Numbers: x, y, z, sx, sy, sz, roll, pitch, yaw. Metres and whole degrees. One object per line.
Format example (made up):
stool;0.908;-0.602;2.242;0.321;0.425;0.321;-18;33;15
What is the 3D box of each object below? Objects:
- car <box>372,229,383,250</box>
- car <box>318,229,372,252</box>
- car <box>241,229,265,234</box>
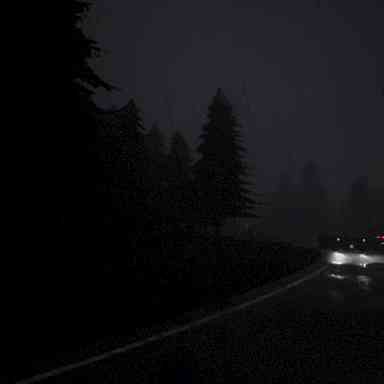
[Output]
car;13.282;3.602;25.439;2.128;1.511;4.902;2;-6;3
car;9.672;3.154;21.692;1.895;1.301;4.718;2;-7;8
car;8.248;5.739;45.347;1.812;1.442;4.674;2;-7;-20
